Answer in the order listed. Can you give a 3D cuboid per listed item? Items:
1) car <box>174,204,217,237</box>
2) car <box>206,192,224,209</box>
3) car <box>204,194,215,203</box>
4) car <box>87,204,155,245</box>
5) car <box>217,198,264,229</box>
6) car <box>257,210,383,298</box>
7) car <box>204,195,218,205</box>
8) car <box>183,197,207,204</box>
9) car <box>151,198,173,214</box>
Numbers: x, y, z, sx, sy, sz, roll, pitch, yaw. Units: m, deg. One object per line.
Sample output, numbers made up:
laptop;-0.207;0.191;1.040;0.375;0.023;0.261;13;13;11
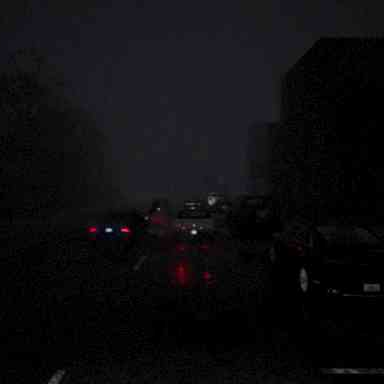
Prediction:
car;0.095;1.539;17.462;1.895;1.301;4.718;0;0;0
car;3.207;1.069;45.466;2.435;2.045;5.566;0;0;0
car;3.215;1.261;62.323;1.946;1.575;5.366;0;0;0
car;-3.155;1.494;15.131;2.033;1.411;5.357;0;0;0
car;3.216;1.399;23.333;2.231;1.521;4.892;0;0;0
car;3.278;1.451;8.422;2.231;1.521;4.892;0;0;1
car;3.206;1.278;56.800;1.946;1.575;5.366;0;0;0
car;0.088;1.371;34.183;2.128;1.511;4.902;0;0;0
car;-3.162;1.384;34.320;1.837;1.490;4.892;0;0;0
